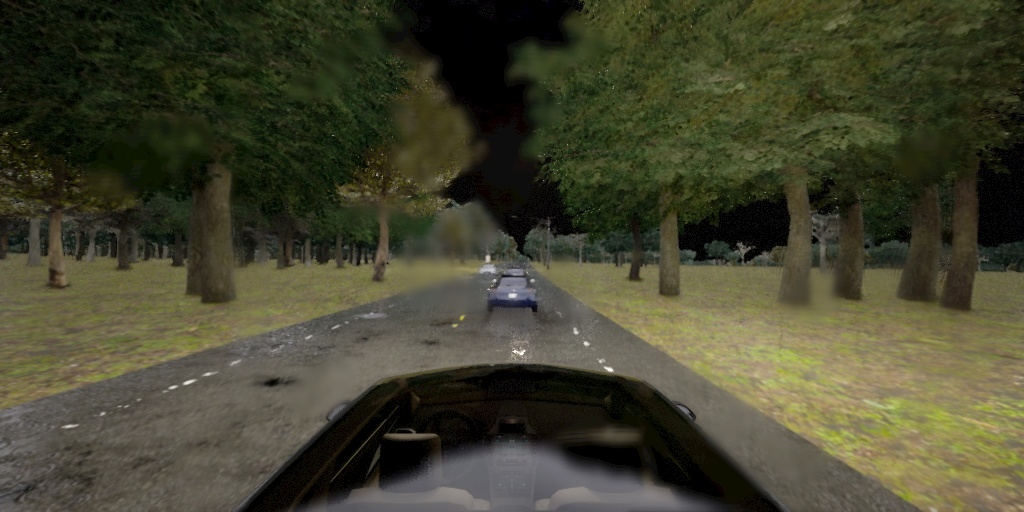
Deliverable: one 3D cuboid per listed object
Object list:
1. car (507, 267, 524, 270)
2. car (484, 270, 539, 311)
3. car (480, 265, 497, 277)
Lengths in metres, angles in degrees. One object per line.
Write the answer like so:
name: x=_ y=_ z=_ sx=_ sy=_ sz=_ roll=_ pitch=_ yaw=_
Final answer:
car: x=0.296 y=1.623 z=29.353 sx=2.033 sy=1.411 sz=5.357 roll=0 pitch=-1 yaw=2
car: x=0.087 y=1.472 z=15.342 sx=1.994 sy=1.385 sz=4.181 roll=0 pitch=-1 yaw=1
car: x=-2.886 y=1.793 z=44.573 sx=1.812 sy=1.442 sz=4.674 roll=0 pitch=-1 yaw=2
